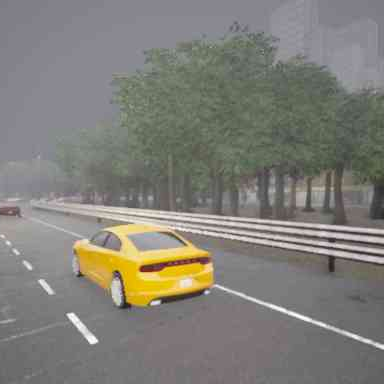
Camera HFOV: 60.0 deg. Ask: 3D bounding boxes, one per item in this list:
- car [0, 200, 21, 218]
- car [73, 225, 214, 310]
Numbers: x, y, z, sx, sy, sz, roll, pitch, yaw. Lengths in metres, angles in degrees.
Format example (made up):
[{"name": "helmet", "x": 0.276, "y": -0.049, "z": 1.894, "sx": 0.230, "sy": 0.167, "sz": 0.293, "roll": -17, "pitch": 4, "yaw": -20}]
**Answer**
[{"name": "car", "x": -18.408, "y": 1.768, "z": 33.252, "sx": 1.882, "sy": 1.535, "sz": 5.008, "roll": 0, "pitch": -1, "yaw": -34}, {"name": "car", "x": -1.496, "y": 1.555, "z": 8.229, "sx": 1.882, "sy": 1.535, "sz": 5.008, "roll": 0, "pitch": -1, "yaw": -34}]
